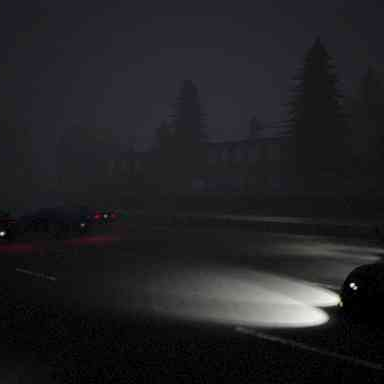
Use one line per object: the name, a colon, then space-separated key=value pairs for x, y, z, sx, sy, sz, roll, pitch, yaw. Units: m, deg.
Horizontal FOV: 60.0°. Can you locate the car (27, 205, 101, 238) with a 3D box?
car: x=-7.455 y=1.490 z=18.027 sx=5.008 sy=1.535 sz=1.882 roll=0 pitch=0 yaw=36

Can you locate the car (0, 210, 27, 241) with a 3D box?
car: x=-10.009 y=1.511 z=15.554 sx=4.892 sy=1.490 sz=1.837 roll=0 pitch=0 yaw=36

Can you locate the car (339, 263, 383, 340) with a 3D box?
car: x=4.538 y=1.575 z=5.035 sx=4.181 sy=1.385 sz=1.994 roll=0 pitch=0 yaw=36

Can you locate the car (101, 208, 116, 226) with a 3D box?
car: x=-7.455 y=1.564 z=22.344 sx=5.357 sy=1.411 sz=2.033 roll=0 pitch=0 yaw=36
